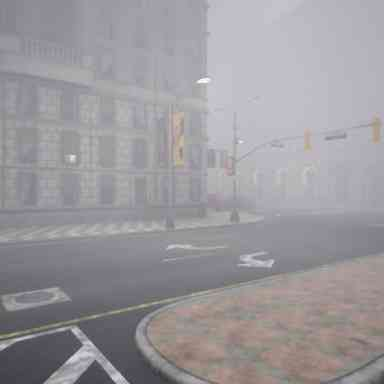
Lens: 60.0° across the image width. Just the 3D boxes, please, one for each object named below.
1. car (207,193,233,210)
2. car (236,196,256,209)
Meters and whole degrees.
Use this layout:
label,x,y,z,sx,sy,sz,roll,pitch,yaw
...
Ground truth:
label,x,y,z,sx,sy,sz,roll,pitch,yaw
car,2.725,1.209,43.784,2.150,2.045,5.566,0,0,-36
car,6.393,1.338,44.690,2.097,1.767,4.553,0,0,-36
